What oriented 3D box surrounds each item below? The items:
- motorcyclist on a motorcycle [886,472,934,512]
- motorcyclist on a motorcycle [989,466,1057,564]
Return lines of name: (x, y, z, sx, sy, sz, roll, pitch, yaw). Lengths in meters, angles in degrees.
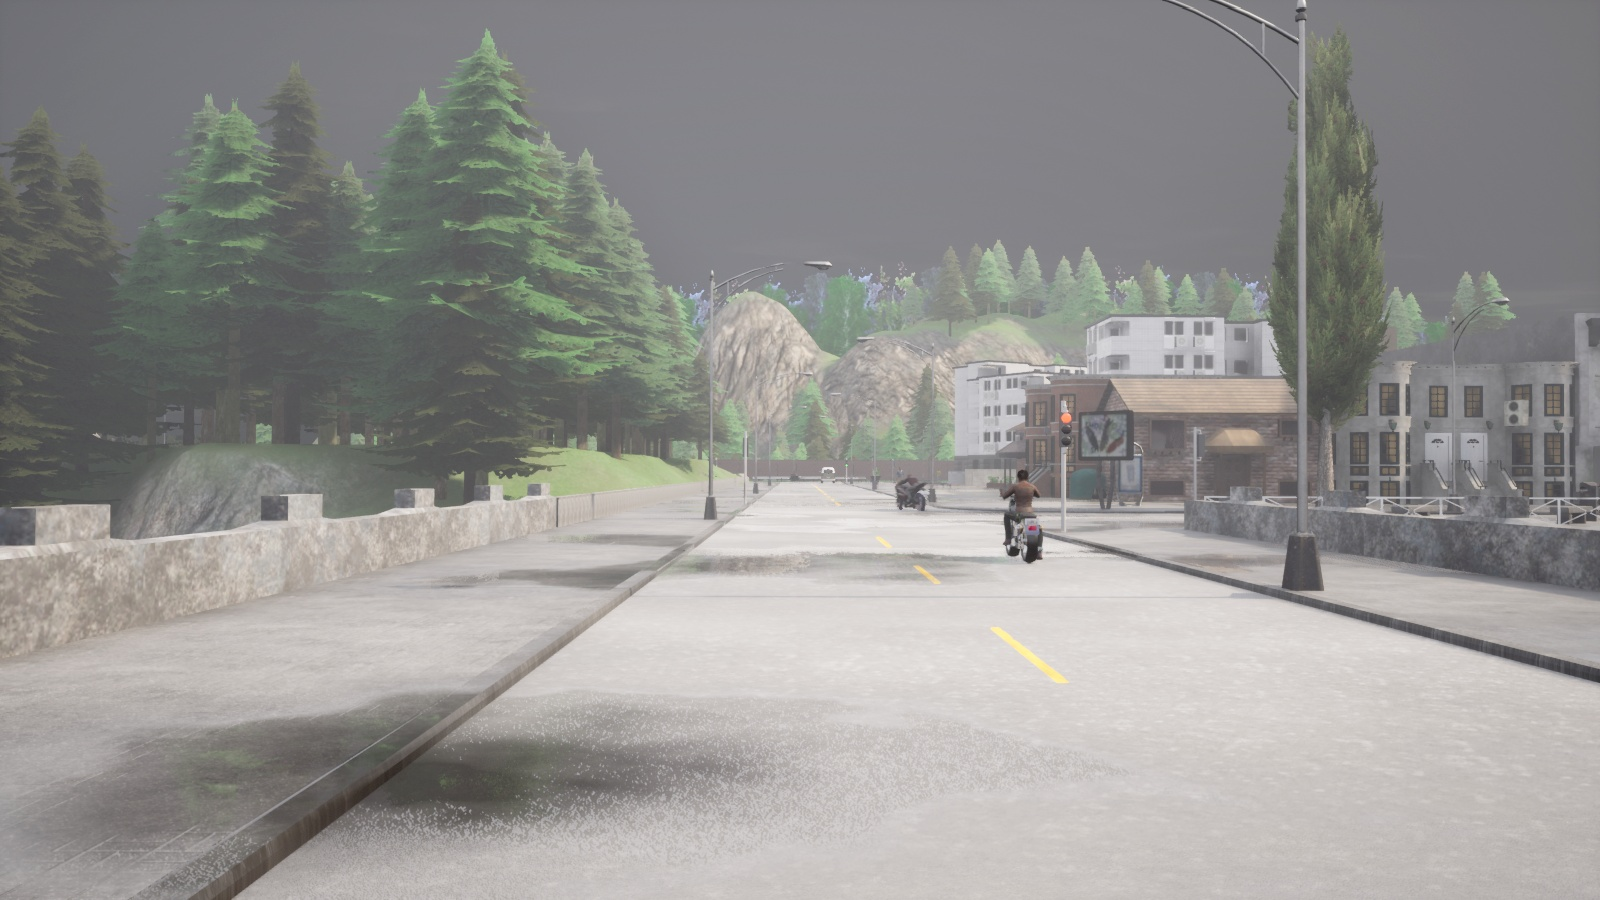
motorcyclist on a motorcycle: (4.362, 1.669, 50.043, 0.866, 1.530, 2.191, 2, -2, -26)
motorcyclist on a motorcycle: (3.944, 1.124, 22.380, 0.766, 1.649, 2.350, 0, -1, 0)
